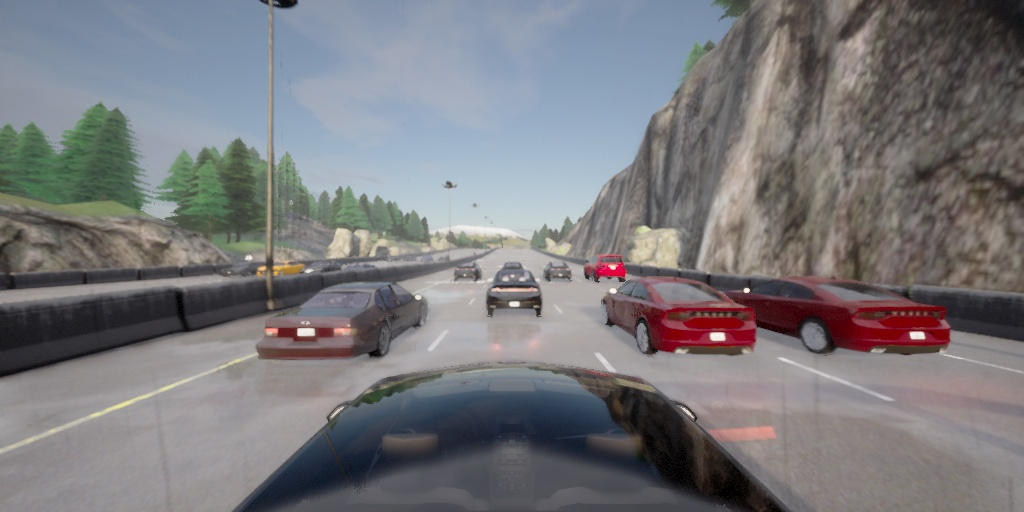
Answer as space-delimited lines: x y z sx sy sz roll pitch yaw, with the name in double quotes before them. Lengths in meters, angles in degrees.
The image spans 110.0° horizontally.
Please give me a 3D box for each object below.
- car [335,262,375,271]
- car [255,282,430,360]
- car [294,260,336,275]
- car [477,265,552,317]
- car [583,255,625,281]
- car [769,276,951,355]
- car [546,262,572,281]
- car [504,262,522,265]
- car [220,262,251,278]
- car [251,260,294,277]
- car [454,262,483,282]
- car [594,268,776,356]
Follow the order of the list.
"car" -14.139 1.239 33.255 1.994 1.385 4.181 0 1 0
"car" -3.421 1.312 8.475 2.033 1.411 5.357 0 0 0
"car" -17.638 1.167 33.617 2.128 1.511 4.902 0 1 0
"car" 0.080 1.249 13.286 2.128 1.511 4.902 0 0 0
"car" 7.059 0.912 27.745 2.150 2.045 5.566 0 0 0
"car" 7.077 1.229 8.729 1.882 1.535 5.008 0 0 0
"car" 3.557 1.179 28.649 2.128 1.511 4.902 0 0 0
"car" 0.056 1.196 28.772 1.837 1.490 4.892 0 0 0
"car" -24.636 1.253 33.191 1.994 1.385 4.181 0 1 0
"car" -21.138 1.163 33.105 1.882 1.535 5.008 0 1 0
"car" -3.443 1.188 28.642 2.128 1.511 4.902 0 0 0
"car" 3.576 1.233 8.704 1.882 1.535 5.008 0 0 0
